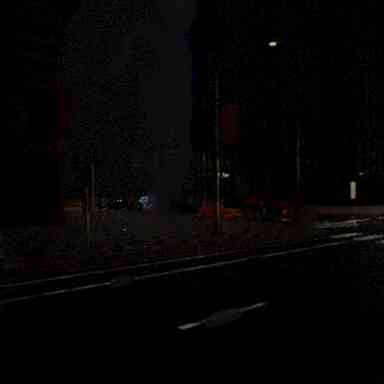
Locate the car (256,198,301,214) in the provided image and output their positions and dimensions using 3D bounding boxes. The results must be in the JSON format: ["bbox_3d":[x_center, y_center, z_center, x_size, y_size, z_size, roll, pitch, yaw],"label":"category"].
[{"bbox_3d":[9.508,1.591,35.804,1.887,1.381,4.507,-2,0,-35],"label":"car"}]

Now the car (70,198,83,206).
[{"bbox_3d":[-23.003,2.184,66.885,1.967,1.590,4.097,-2,0,-35],"label":"car"}]

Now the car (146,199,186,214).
[{"bbox_3d":[-3.106,1.837,38.847,2.008,1.369,4.403,-2,0,-35],"label":"car"}]

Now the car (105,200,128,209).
[{"bbox_3d":[-13.122,2.082,57.753,2.033,1.411,5.357,-1,0,-35],"label":"car"}]

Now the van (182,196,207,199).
[{"bbox_3d":[0.685,1.594,48.260,1.690,1.788,3.998,-2,0,-35],"label":"van"}]

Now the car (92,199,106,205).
[{"bbox_3d":[-22.777,2.354,81.305,1.947,1.339,4.313,-2,0,-35],"label":"car"}]

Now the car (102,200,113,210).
[{"bbox_3d":[-11.588,2.028,50.802,1.887,1.381,4.507,-2,0,-35],"label":"car"}]

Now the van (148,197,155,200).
[{"bbox_3d":[-8.131,1.798,60.717,1.690,1.788,3.998,-2,0,-35],"label":"van"}]

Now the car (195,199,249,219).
[{"bbox_3d":[2.646,1.676,30.739,1.752,1.417,4.829,-2,0,-35],"label":"car"}]

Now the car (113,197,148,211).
[{"bbox_3d":[-8.767,1.733,46.816,2.192,1.841,5.009,-2,0,-35],"label":"car"}]

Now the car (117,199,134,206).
[{"bbox_3d":[-13.746,2.167,68.577,1.802,1.307,4.206,-2,0,-35],"label":"car"}]

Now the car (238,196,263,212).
[{"bbox_3d":[6.562,1.431,39.955,2.192,1.841,5.009,-2,0,-35],"label":"car"}]

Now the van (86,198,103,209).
[{"bbox_3d":[-17.248,1.954,58.770,1.690,1.788,3.998,-2,0,-35],"label":"van"}]

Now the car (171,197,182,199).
[{"bbox_3d":[-2.254,1.636,52.412,2.192,1.841,5.009,-2,0,-35],"label":"car"}]

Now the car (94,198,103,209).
[{"bbox_3d":[-14.418,1.988,54.785,1.967,1.590,4.097,-2,0,-35],"label":"car"}]

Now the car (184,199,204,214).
[{"bbox_3d":[-0.319,1.839,39.548,1.895,1.301,4.718,-1,0,-35],"label":"car"}]

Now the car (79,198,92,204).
[{"bbox_3d":[-28.798,2.469,89.791,2.008,1.369,4.403,-2,0,-35],"label":"car"}]
